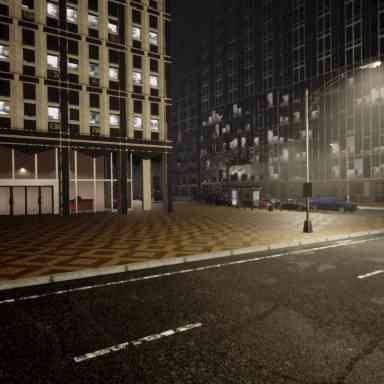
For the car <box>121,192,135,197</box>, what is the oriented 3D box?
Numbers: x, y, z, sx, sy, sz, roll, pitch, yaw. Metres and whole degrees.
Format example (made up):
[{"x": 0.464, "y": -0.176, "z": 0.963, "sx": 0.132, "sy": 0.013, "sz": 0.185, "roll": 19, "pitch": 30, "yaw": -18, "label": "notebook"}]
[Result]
[{"x": -17.678, "y": 0.687, "z": 91.621, "sx": 2.008, "sy": 1.369, "sz": 4.403, "roll": 0, "pitch": 1, "yaw": -35, "label": "car"}]

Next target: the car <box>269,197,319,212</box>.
[{"x": 10.781, "y": 1.423, "z": 35.310, "sx": 1.947, "sy": 1.339, "sz": 4.313, "roll": -1, "pitch": 1, "yaw": -35, "label": "car"}]

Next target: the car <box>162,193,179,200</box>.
[{"x": -4.781, "y": 0.934, "z": 72.900, "sx": 1.802, "sy": 1.307, "sz": 4.206, "roll": 0, "pitch": 1, "yaw": -35, "label": "car"}]

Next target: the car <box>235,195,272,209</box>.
[{"x": 7.570, "y": 1.387, "z": 40.003, "sx": 1.802, "sy": 1.307, "sz": 4.206, "roll": -1, "pitch": 1, "yaw": -35, "label": "car"}]

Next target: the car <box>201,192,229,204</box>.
[{"x": 3.877, "y": 1.019, "z": 50.124, "sx": 2.097, "sy": 1.767, "sz": 4.553, "roll": -1, "pitch": 1, "yaw": -34, "label": "car"}]

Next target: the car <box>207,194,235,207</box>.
[{"x": 4.394, "y": 1.318, "z": 44.716, "sx": 1.947, "sy": 1.339, "sz": 4.313, "roll": -1, "pitch": 1, "yaw": -35, "label": "car"}]

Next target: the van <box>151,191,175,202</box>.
[{"x": -5.233, "y": 0.936, "z": 58.784, "sx": 1.690, "sy": 1.788, "sz": 3.998, "roll": 0, "pitch": 1, "yaw": -35, "label": "van"}]

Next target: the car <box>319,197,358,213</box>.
[{"x": 14.577, "y": 1.316, "z": 34.577, "sx": 1.882, "sy": 1.535, "sz": 5.008, "roll": -1, "pitch": 1, "yaw": -35, "label": "car"}]

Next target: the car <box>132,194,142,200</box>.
[{"x": -11.683, "y": 1.038, "z": 68.147, "sx": 2.008, "sy": 1.369, "sz": 4.403, "roll": 0, "pitch": 1, "yaw": -35, "label": "car"}]

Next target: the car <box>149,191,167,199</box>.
[{"x": -8.005, "y": 0.613, "z": 77.577, "sx": 2.192, "sy": 1.841, "sz": 5.009, "roll": 0, "pitch": 1, "yaw": -35, "label": "car"}]

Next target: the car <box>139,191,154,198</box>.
[{"x": -11.230, "y": 0.685, "z": 82.259, "sx": 1.967, "sy": 1.590, "sz": 4.097, "roll": 0, "pitch": 1, "yaw": -35, "label": "car"}]

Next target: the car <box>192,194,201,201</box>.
[{"x": 1.668, "y": 1.042, "z": 63.539, "sx": 1.802, "sy": 1.307, "sz": 4.206, "roll": -1, "pitch": 1, "yaw": -35, "label": "car"}]

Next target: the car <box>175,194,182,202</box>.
[{"x": -3.651, "y": 1.067, "z": 61.187, "sx": 1.812, "sy": 1.442, "sz": 4.674, "roll": -1, "pitch": 1, "yaw": -34, "label": "car"}]

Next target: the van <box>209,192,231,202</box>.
[{"x": 4.891, "y": 0.854, "z": 58.855, "sx": 1.690, "sy": 1.788, "sz": 3.998, "roll": -1, "pitch": 1, "yaw": -35, "label": "van"}]
